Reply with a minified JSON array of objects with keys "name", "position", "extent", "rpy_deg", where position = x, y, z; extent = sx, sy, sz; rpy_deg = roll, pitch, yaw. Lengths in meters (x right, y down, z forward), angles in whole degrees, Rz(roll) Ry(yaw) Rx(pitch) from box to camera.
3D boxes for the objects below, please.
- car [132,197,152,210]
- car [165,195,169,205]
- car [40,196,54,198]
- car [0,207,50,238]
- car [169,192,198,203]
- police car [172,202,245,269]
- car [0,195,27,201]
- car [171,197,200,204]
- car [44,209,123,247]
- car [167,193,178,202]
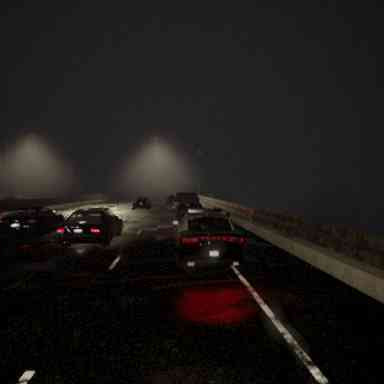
[{"name":"car","position":[-5.676,1.241,38.177],"extent":[1.994,1.385,4.181],"rpy_deg":[0,0,-3]},{"name":"car","position":[-2.784,1.107,47.301],"extent":[1.837,1.490,4.892],"rpy_deg":[0,0,-3]},{"name":"car","position":[-20.379,1.196,46.442],"extent":[1.895,1.301,4.718],"rpy_deg":[0,0,-3]},{"name":"car","position":[-7.896,1.419,16.649],"extent":[1.994,1.385,4.181],"rpy_deg":[0,1,-3]},{"name":"car","position":[-0.543,0.998,26.894],"extent":[2.150,2.045,5.566],"rpy_deg":[0,0,-3]},{"name":"police car","position":[0.406,1.334,11.006],"extent":[1.930,1.638,5.238],"rpy_deg":[0,0,-3]},{"name":"car","position":[-23.748,1.160,44.110],"extent":[2.033,1.411,5.357],"rpy_deg":[0,0,-3]},{"name":"car","position":[-0.184,1.304,20.878],"extent":[1.882,1.535,5.008],"rpy_deg":[0,0,-3]},{"name":"car","position":[-4.259,1.423,14.450],"extent":[2.033,1.411,5.357],"rpy_deg":[0,0,-3]},{"name":"car","position":[-3.776,1.015,63.382],"extent":[2.033,1.411,5.357],"rpy_deg":[0,0,-3]}]
